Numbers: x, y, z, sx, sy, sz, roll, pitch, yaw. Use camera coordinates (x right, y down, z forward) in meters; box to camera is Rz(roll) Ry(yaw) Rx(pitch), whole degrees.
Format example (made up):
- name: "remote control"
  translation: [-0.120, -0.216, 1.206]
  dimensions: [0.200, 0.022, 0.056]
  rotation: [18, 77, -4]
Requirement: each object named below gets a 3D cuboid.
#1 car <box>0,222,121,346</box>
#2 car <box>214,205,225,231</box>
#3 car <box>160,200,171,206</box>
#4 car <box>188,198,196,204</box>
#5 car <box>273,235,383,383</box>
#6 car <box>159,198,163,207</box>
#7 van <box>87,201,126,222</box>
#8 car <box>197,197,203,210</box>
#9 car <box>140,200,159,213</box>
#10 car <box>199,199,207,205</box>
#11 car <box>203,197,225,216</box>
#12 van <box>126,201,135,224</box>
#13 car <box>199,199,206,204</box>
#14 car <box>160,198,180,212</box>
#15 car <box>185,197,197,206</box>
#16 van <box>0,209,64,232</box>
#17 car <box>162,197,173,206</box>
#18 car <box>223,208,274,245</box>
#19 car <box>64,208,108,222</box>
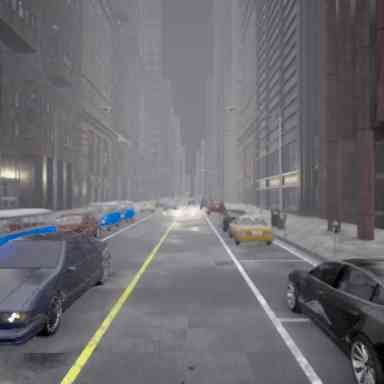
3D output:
- name: "car"
  translation: [-3.104, 1.622, 7.024]
  dimensions: [2.033, 1.411, 5.357]
  rotation: [0, -1, 0]
- name: "car"
  translation: [2.754, 1.799, 21.816]
  dimensions: [1.947, 1.339, 4.313]
  rotation: [0, -1, 0]
- name: "car"
  translation: [-5.792, 2.345, 72.366]
  dimensions: [2.008, 1.369, 4.403]
  rotation: [0, -1, 0]
- name: "car"
  translation: [-0.035, 2.469, 88.323]
  dimensions: [2.128, 1.511, 4.902]
  rotation: [0, -1, 0]
- name: "car"
  translation: [2.761, 1.620, 4.960]
  dimensions: [1.947, 1.339, 4.313]
  rotation: [0, -1, 0]
- name: "car"
  translation: [-5.787, 2.211, 61.130]
  dimensions: [1.887, 1.381, 4.507]
  rotation: [0, -1, 0]
- name: "van"
  translation: [-5.771, 1.573, 21.806]
  dimensions: [1.690, 1.788, 3.998]
  rotation: [0, -1, 0]
- name: "car"
  translation: [2.372, 1.814, 53.927]
  dimensions: [2.150, 2.045, 5.566]
  rotation: [0, -1, 0]
- name: "car"
  translation: [-5.780, 2.000, 44.106]
  dimensions: [1.752, 1.417, 4.829]
  rotation: [0, -1, 0]
- name: "car"
  translation: [2.729, 2.505, 83.619]
  dimensions: [1.802, 1.307, 4.206]
  rotation: [0, -1, 0]
- name: "car"
  translation: [2.747, 1.731, 38.675]
  dimensions: [2.192, 1.841, 5.009]
  rotation: [0, -1, 0]
- name: "van"
  translation: [-5.773, 1.633, 27.425]
  dimensions: [1.690, 1.788, 3.998]
  rotation: [0, -1, 0]
- name: "car"
  translation: [2.726, 2.570, 89.237]
  dimensions: [1.802, 1.307, 4.206]
  rotation: [0, -1, 0]
- name: "car"
  translation: [-3.103, 2.047, 48.223]
  dimensions: [1.812, 1.442, 4.674]
  rotation: [0, -1, 0]
- name: "car"
  translation: [-0.029, 2.151, 72.020]
  dimensions: [1.837, 1.490, 4.892]
  rotation: [0, -1, 0]
- name: "van"
  translation: [-5.766, 1.453, 10.570]
  dimensions: [1.690, 1.788, 3.998]
  rotation: [0, -1, 0]
- name: "car"
  translation: [-5.794, 2.174, 77.987]
  dimensions: [2.192, 1.841, 5.009]
  rotation: [0, -1, 0]
- name: "car"
  translation: [2.756, 1.700, 16.368]
  dimensions: [1.752, 1.417, 4.829]
  rotation: [0, -1, 0]
- name: "car"
  translation: [-5.769, 1.717, 16.186]
  dimensions: [1.887, 1.381, 4.507]
  rotation: [0, -1, 0]
